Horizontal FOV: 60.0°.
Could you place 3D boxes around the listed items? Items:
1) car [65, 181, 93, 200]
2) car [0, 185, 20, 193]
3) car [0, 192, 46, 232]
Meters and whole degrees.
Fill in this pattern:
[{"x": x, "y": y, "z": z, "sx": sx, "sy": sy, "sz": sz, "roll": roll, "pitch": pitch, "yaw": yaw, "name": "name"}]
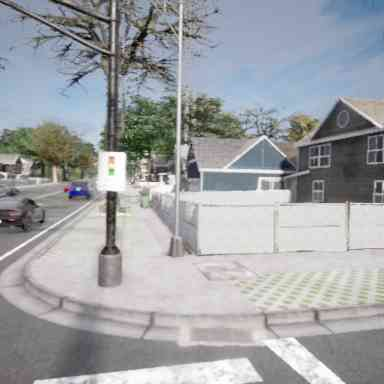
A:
[{"x": -12.632, "y": -0.268, "z": 38.104, "sx": 2.150, "sy": 2.045, "sz": 5.566, "roll": 1, "pitch": 2, "yaw": -11, "name": "car"}, {"x": -18.237, "y": 0.114, "z": 32.297, "sx": 2.128, "sy": 1.511, "sz": 4.902, "roll": 1, "pitch": 2, "yaw": -11, "name": "car"}, {"x": -8.105, "y": 0.937, "z": 15.331, "sx": 1.812, "sy": 1.442, "sz": 4.674, "roll": 1, "pitch": 2, "yaw": -11, "name": "car"}]
